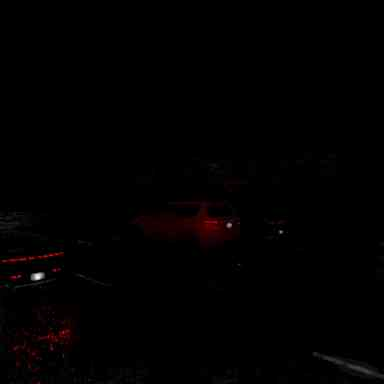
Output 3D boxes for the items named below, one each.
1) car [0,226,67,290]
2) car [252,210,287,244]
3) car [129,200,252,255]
[{"bbox_3d":[-5.205,1.716,9.278,1.837,1.490,4.892,-1,-1,-45],"label":"car"},{"bbox_3d":[2.295,1.634,16.625,2.128,1.511,4.902,-1,-1,-45],"label":"car"},{"bbox_3d":[-0.458,1.395,14.428,2.150,2.045,5.566,-1,-1,-45],"label":"car"}]
